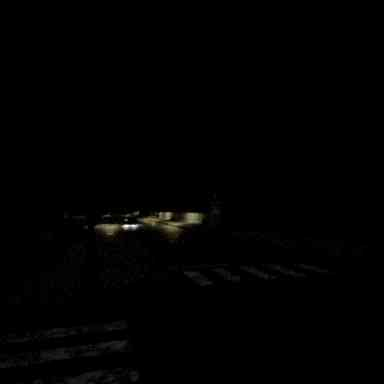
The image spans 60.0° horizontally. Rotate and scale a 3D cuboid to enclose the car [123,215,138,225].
[{"bbox_3d":[-9.620,4.356,51.764,1.994,1.385,4.181,-1,-3,-14],"label":"car"}]
